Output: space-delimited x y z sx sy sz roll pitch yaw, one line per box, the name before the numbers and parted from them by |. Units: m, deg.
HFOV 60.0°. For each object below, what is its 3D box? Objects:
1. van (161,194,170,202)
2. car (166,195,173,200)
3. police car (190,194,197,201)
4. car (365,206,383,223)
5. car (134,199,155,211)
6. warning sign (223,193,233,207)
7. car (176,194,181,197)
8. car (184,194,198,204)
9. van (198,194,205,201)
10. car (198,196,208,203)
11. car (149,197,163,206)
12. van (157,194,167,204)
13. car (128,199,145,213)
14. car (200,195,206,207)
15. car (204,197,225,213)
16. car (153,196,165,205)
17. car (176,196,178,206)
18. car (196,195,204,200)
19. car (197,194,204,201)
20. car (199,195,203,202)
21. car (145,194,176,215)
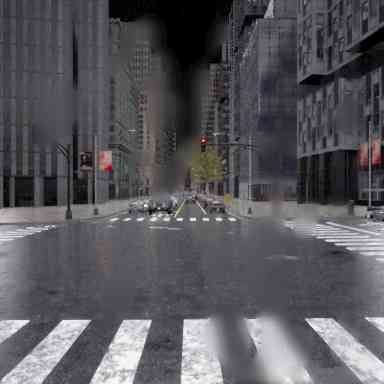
van | -6.129 1.367 77.594 1.690 1.788 3.998 0 0 0
car | -6.233 1.623 93.832 1.802 1.307 4.206 0 0 0
police car | 0.452 1.463 90.604 1.930 1.638 5.238 0 0 0
car | 13.588 1.215 20.992 4.902 1.511 2.128 -1 0 0
car | -5.895 1.557 41.370 2.008 1.369 4.403 0 0 0
warning sign | 4.912 1.123 45.519 1.300 1.860 1.060 0 0 0
car | -3.301 1.537 54.683 1.812 1.442 4.674 0 0 0
car | -0.287 1.543 65.595 1.812 1.442 4.674 0 0 0
van | 2.356 1.372 83.790 1.690 1.788 3.998 0 0 0
car | 2.425 1.589 73.213 1.947 1.339 4.313 0 0 0
car | -5.989 1.578 55.941 1.947 1.339 4.313 0 0 0
van | -6.059 1.360 66.767 1.690 1.788 3.998 0 0 0
car | -5.863 1.556 36.377 2.008 1.369 4.403 0 0 0
car | 2.592 1.553 47.318 1.887 1.381 4.507 0 0 0
car | 2.662 1.555 36.429 2.008 1.369 4.403 0 0 0
car | -6.023 1.540 61.184 1.752 1.417 4.829 0 0 0
car | -3.247 1.608 44.642 1.895 1.301 4.718 0 0 0
car | 2.289 1.592 94.367 2.008 1.369 4.403 0 0 0
car | 2.493 1.566 62.634 2.008 1.369 4.403 0 0 0
car | 2.557 1.561 52.762 2.008 1.369 4.403 0 0 0
car | -3.183 1.226 34.690 2.150 2.045 5.566 0 0 0
